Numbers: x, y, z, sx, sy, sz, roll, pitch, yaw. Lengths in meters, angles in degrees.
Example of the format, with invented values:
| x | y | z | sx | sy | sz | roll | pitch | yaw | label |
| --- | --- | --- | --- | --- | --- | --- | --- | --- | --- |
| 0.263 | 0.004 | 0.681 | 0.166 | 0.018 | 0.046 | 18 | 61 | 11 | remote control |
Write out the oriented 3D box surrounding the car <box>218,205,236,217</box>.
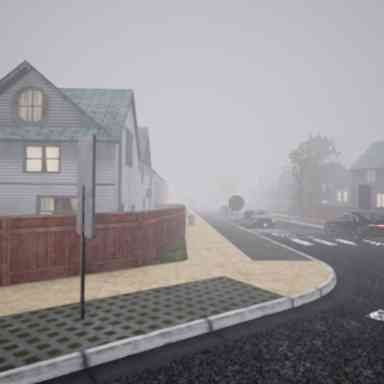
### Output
| x | y | z | sx | sy | sz | roll | pitch | yaw | label |
| --- | --- | --- | --- | --- | --- | --- | --- | --- | --- |
| 4.662 | 2.525 | 44.846 | 1.837 | 1.490 | 4.892 | 1 | -1 | -2 | car |

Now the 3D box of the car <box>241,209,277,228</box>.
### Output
| x | y | z | sx | sy | sz | roll | pitch | yaw | label |
| --- | --- | --- | --- | --- | --- | --- | --- | --- | --- |
| 5.257 | 2.082 | 26.875 | 2.033 | 1.411 | 5.357 | 1 | -2 | -2 | car |

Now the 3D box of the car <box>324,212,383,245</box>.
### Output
| x | y | z | sx | sy | sz | roll | pitch | yaw | label |
| --- | --- | --- | --- | --- | --- | --- | --- | --- | --- |
| 8.597 | 1.795 | 17.272 | 2.128 | 1.511 | 4.902 | 1 | -2 | -2 | car |
